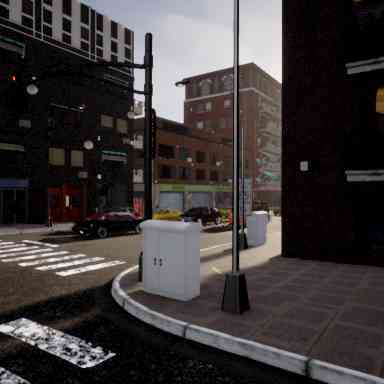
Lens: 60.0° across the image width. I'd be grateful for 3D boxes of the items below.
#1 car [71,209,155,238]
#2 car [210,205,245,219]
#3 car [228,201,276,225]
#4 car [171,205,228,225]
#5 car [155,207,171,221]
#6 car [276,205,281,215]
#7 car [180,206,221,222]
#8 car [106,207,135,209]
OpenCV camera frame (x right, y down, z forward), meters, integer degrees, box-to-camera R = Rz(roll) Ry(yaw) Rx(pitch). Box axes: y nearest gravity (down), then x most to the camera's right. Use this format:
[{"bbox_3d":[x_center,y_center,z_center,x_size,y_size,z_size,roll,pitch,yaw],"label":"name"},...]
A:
[{"bbox_3d":[-4.661,1.881,19.647,1.895,1.301,4.718,0,-1,35],"label":"car"},{"bbox_3d":[3.964,2.153,36.577,1.752,1.417,4.829,-1,-2,35],"label":"car"},{"bbox_3d":[4.935,1.872,27.828,2.097,1.767,4.553,0,-1,35],"label":"car"},{"bbox_3d":[0.701,1.962,27.337,1.837,1.490,4.892,0,-1,35],"label":"car"},{"bbox_3d":[-2.352,1.944,27.514,1.752,1.417,4.829,-1,-2,35],"label":"car"},{"bbox_3d":[12.504,2.394,44.200,2.033,1.411,5.357,0,-1,35],"label":"car"},{"bbox_3d":[0.903,2.092,32.184,1.947,1.339,4.313,-1,-2,35],"label":"car"},{"bbox_3d":[-5.413,1.758,23.125,1.967,1.590,4.097,-1,-2,35],"label":"car"}]
